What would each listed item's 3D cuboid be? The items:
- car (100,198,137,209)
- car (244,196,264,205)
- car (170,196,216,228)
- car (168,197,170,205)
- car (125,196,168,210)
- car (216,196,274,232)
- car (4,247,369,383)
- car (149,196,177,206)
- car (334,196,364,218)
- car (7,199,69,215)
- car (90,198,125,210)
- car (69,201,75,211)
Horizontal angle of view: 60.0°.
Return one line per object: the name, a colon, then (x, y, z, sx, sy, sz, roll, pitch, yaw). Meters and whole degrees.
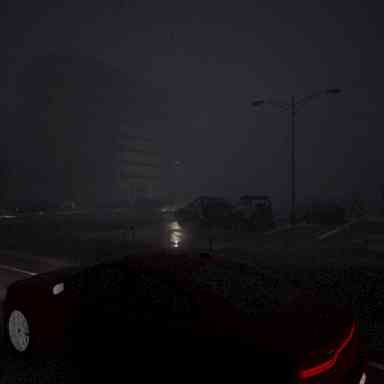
car: (-10.510, 1.547, 47.885, 2.033, 1.411, 5.357, 0, 0, 33)
car: (11.504, 1.526, 61.500, 1.812, 1.442, 4.674, 0, 0, 34)
car: (0.948, 1.153, 20.726, 1.932, 1.855, 4.605, 0, 0, 34)
car: (-4.704, 1.492, 50.233, 2.128, 1.511, 4.902, 0, 0, 34)
car: (-5.676, 1.491, 42.175, 2.128, 1.511, 4.902, 0, 0, 34)
car: (3.316, 1.156, 19.060, 1.905, 1.878, 3.866, 0, 0, 34)
car: (-0.525, 1.478, 4.363, 5.008, 1.535, 1.882, 0, 0, 35)
car: (-4.803, 1.492, 56.322, 2.128, 1.511, 4.902, 0, 0, 34)
car: (15.339, 1.395, 32.016, 1.970, 1.475, 3.806, 0, 0, 34)
car: (-15.720, 1.547, 33.841, 2.033, 1.411, 5.357, 0, 0, 34)
car: (-10.378, 1.601, 41.803, 1.895, 1.301, 4.718, 0, 0, 34)
car: (-16.171, 1.526, 39.429, 1.812, 1.442, 4.674, 0, 0, 34)
